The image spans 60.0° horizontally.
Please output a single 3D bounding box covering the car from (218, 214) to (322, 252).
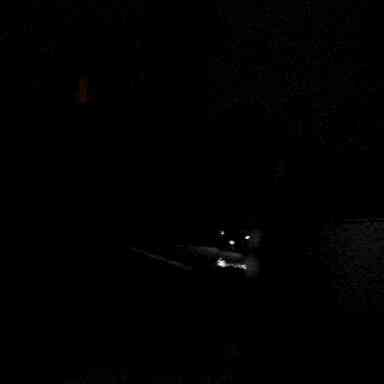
[{"bbox_3d":[3.671,1.711,14.813,5.357,1.411,2.033,3,0,-39],"label":"car"}]
